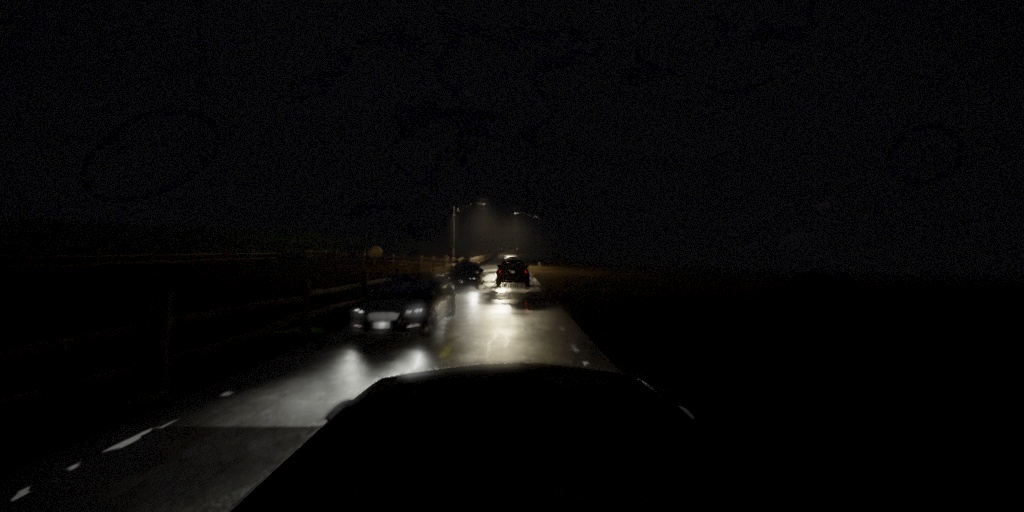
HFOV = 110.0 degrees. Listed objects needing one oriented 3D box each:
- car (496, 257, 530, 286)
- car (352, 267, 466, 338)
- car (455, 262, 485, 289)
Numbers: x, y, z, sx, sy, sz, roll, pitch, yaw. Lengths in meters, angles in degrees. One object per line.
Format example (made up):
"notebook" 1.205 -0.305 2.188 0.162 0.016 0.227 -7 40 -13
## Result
"car" 0.065 0.971 23.734 2.097 1.767 4.553 0 1 0
"car" -2.795 1.229 10.226 2.128 1.511 4.902 0 0 1
"car" -2.748 1.145 22.033 1.837 1.490 4.892 0 1 0
